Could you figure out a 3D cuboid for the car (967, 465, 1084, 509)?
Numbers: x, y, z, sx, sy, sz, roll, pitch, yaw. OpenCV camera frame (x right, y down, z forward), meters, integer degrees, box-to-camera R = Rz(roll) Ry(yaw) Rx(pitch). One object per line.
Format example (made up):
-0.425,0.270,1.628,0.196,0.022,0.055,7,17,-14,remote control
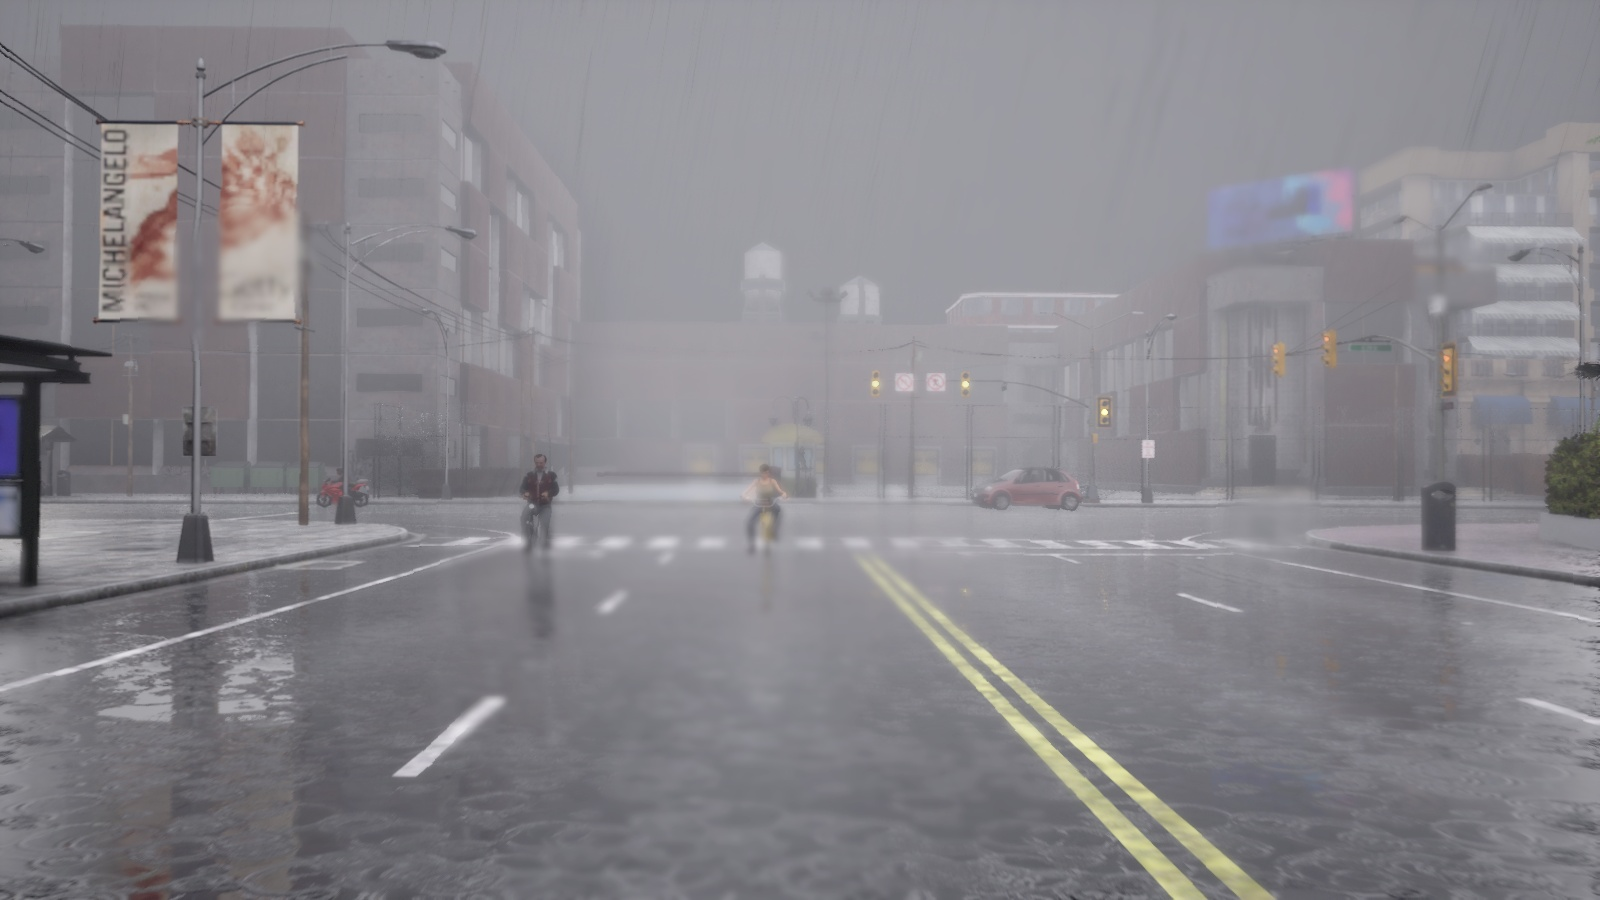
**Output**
8.632,1.406,48.151,3.988,1.617,1.851,0,-1,-12,car

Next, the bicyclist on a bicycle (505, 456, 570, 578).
-4.015,0.992,19.333,0.659,1.776,1.843,0,-1,-1,bicyclist on a bicycle

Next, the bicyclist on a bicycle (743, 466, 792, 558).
-0.589,1.099,22.905,0.866,1.612,1.509,0,-1,-1,bicyclist on a bicycle

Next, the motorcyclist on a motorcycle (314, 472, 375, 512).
-17.475,1.592,48.165,2.044,1.523,0.797,0,-1,-1,motorcyclist on a motorcycle
